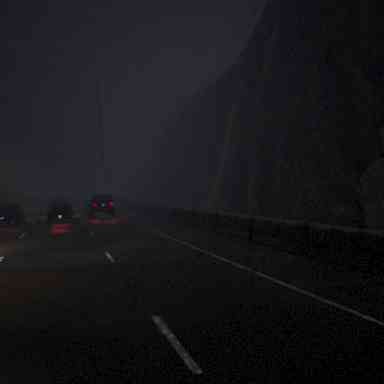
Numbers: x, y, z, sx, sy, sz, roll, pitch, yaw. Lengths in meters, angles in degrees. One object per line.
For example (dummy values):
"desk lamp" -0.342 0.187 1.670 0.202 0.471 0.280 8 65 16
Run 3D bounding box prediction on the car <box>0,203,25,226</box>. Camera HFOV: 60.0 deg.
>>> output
"car" -13.296 1.553 24.029 1.882 1.535 5.008 0 0 -22

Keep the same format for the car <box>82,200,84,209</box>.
"car" -12.469 1.431 41.026 1.882 1.535 5.008 0 1 -22

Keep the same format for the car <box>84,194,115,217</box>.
"car" -8.724 1.242 31.514 2.150 2.045 5.566 0 0 -21

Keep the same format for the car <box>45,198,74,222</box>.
"car" -10.640 1.557 26.836 1.837 1.490 4.892 0 0 -21
